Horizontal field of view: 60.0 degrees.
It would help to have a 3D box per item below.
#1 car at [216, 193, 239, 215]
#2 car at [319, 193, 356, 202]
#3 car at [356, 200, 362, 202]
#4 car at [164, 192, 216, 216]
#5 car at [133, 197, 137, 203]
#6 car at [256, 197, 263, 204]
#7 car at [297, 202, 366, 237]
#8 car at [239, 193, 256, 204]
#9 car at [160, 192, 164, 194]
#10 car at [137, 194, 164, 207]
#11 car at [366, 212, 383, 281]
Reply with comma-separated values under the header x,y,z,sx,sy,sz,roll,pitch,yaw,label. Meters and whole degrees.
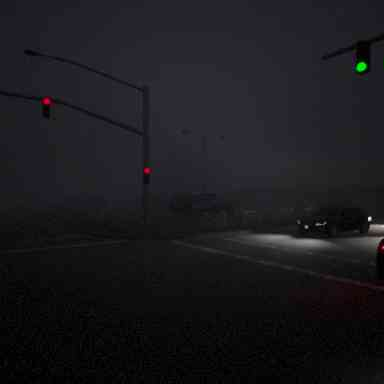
x,y,z,sx,sy,sz,roll,pitch,yaw,label
2.131,1.128,31.265,1.905,1.878,3.866,0,0,-35,car
18.200,1.100,42.529,1.905,1.878,3.866,0,0,-35,car
20.581,1.335,44.178,1.970,1.475,3.806,0,0,-35,car
-0.273,1.130,29.653,1.932,1.855,4.605,0,0,-35,car
-9.564,1.356,62.821,1.970,1.475,3.806,0,0,-35,car
10.566,1.303,58.489,1.784,1.438,3.905,0,0,-35,car
7.675,1.481,17.842,4.892,1.490,1.837,0,0,-34,car
8.154,1.097,56.883,1.932,1.855,4.605,0,0,-35,car
-7.190,1.320,64.478,1.784,1.438,3.905,0,0,-35,car
-5.649,1.364,47.137,1.970,1.475,3.806,0,0,-35,car
6.727,1.337,8.453,4.553,1.767,2.097,0,0,-35,car
